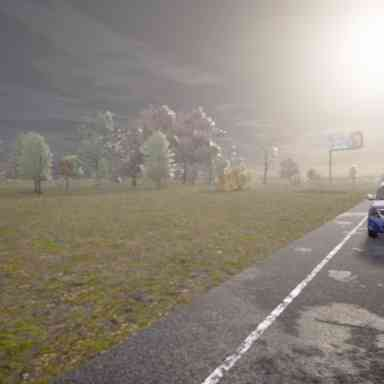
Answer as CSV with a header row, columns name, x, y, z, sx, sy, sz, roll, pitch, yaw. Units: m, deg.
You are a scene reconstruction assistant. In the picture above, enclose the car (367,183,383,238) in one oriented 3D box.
name,x,y,z,sx,sy,sz,roll,pitch,yaw
car,8.498,0.628,13.408,2.150,2.045,5.566,0,3,33
